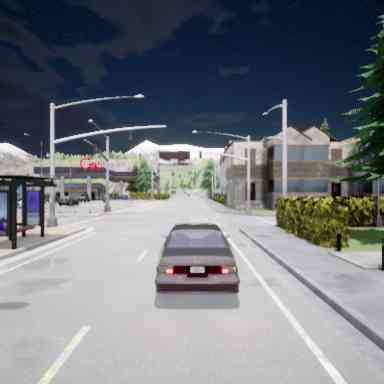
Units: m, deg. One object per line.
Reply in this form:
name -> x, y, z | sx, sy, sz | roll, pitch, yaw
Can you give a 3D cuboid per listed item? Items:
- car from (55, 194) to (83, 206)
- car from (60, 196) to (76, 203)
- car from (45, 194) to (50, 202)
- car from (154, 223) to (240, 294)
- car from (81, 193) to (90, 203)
car -> -18.882, 1.445, 51.105 | 2.007, 1.523, 4.514 | 0, 0, 0
car -> -25.896, 1.492, 69.582 | 1.970, 1.475, 3.806 | 0, 0, 0
car -> -25.842, 1.236, 61.102 | 1.932, 1.855, 4.605 | 0, 0, 0
car -> 0.107, 1.540, 8.894 | 2.033, 1.411, 5.357 | 0, 0, 0
car -> -22.571, 1.209, 68.977 | 1.905, 1.878, 3.866 | 0, 0, 0
